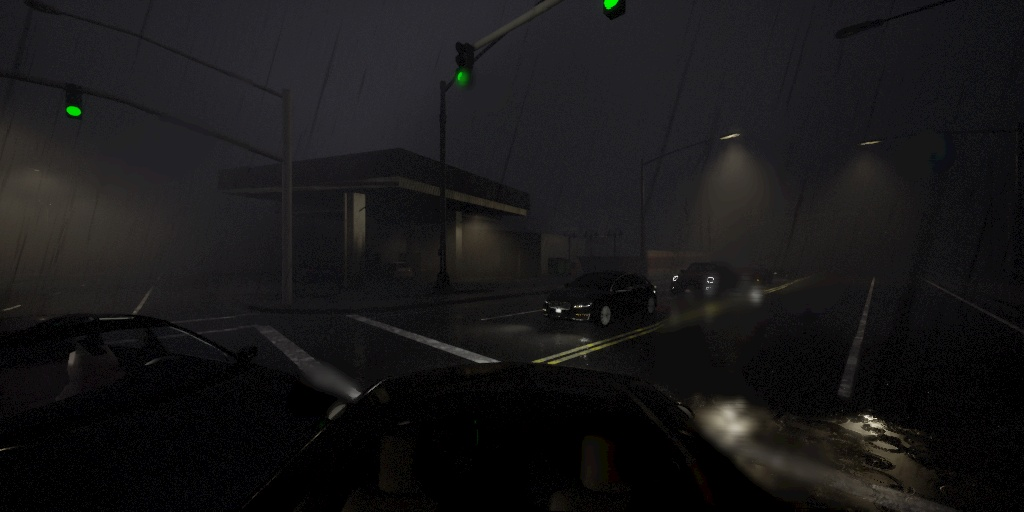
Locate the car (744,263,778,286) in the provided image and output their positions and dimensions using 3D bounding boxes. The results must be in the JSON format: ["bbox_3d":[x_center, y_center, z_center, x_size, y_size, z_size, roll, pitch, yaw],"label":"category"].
[{"bbox_3d":[16.919,1.314,25.190,1.994,1.385,4.181,0,0,45],"label":"car"}]

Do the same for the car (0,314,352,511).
[{"bbox_3d":[-3.393,1.242,2.634,4.902,1.511,2.128,0,0,15],"label":"car"}]

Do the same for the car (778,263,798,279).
[{"bbox_3d":[24.129,1.314,32.166,4.181,1.385,1.994,0,0,-44],"label":"car"}]

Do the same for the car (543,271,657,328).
[{"bbox_3d":[3.006,1.255,11.584,4.892,1.490,1.837,0,0,-45],"label":"car"}]

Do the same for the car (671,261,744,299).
[{"bbox_3d":[9.918,1.102,18.355,4.553,1.767,2.097,0,0,-44],"label":"car"}]
